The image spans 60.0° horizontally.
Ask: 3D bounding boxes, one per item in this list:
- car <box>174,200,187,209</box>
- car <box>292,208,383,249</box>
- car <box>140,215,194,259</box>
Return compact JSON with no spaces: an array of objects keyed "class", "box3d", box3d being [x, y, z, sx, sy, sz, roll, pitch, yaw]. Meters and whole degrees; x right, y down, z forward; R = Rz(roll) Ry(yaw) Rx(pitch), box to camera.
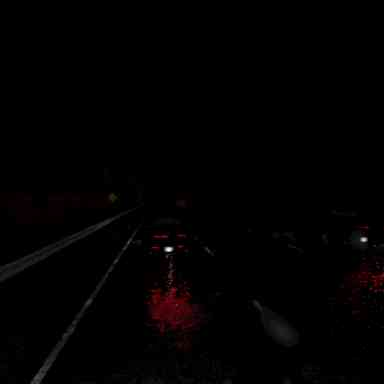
[{"class":"car","box3d":[-1.980,2.160,57.941,1.882,1.535,5.008,-2,-1,-6]},{"class":"car","box3d":[5.928,1.469,14.335,1.837,1.490,4.892,-2,0,-6]},{"class":"car","box3d":[-1.031,1.686,13.598,1.837,1.490,4.892,-2,0,-6]}]
